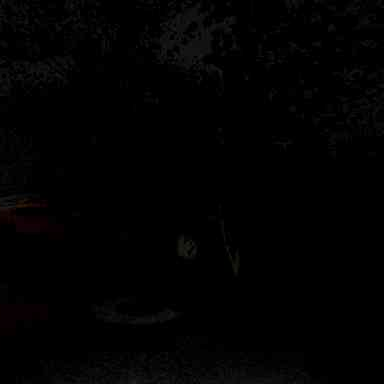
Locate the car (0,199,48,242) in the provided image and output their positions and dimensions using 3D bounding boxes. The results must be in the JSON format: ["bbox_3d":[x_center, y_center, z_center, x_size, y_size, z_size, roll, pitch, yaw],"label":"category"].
[{"bbox_3d":[-6.980,1.279,15.292,5.008,1.535,2.097,1,2,-30],"label":"car"}]

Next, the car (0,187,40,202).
[{"bbox_3d":[-19.565,0.238,36.789,4.792,1.488,2.163,1,2,-30],"label":"car"}]

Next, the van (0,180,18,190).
[{"bbox_3d":[-41.850,-1.567,74.906,4.442,1.987,1.878,1,1,-30],"label":"van"}]

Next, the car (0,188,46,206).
[{"bbox_3d":[-16.748,0.474,31.879,4.792,1.488,2.163,1,2,-30],"label":"car"}]

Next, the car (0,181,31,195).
[{"bbox_3d":[-27.950,-0.635,50.960,5.566,2.045,2.435,1,1,-30],"label":"car"}]

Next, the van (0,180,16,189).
[{"bbox_3d":[-43.520,-1.671,77.290,4.442,1.987,1.878,1,1,-30],"label":"van"}]

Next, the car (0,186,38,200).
[{"bbox_3d":[-20.901,0.135,39.063,4.792,1.488,2.163,1,2,-30],"label":"car"}]

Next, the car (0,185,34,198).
[{"bbox_3d":[-23.723,-0.096,43.822,5.008,1.535,2.097,1,1,-30],"label":"car"}]

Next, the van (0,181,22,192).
[{"bbox_3d":[-34.902,-1.092,63.079,4.442,1.987,1.878,1,1,-30],"label":"van"}]

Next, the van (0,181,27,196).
[{"bbox_3d":[-26.626,-0.515,48.529,4.442,1.987,1.878,1,1,-30],"label":"van"}]

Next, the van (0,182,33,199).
[{"bbox_3d":[-22.404,-0.224,41.359,4.442,1.987,1.878,1,2,-31],"label":"van"}]

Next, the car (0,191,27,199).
[{"bbox_3d":[-8.347,1.034,17.694,4.553,1.767,2.185,1,2,-30],"label":"car"}]

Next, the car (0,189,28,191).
[{"bbox_3d":[-12.679,0.799,24.640,5.366,1.575,1.946,1,2,-30],"label":"car"}]

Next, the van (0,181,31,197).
[{"bbox_3d":[-25.022,-0.416,46.260,4.442,1.987,1.878,1,1,-30],"label":"van"}]

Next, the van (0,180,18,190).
[{"bbox_3d":[-40.510,-1.475,72.627,4.442,1.987,1.878,1,1,-30],"label":"van"}]

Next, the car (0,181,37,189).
[{"bbox_3d":[-15.288,0.314,29.514,5.566,2.045,2.435,1,2,-30],"label":"car"}]
